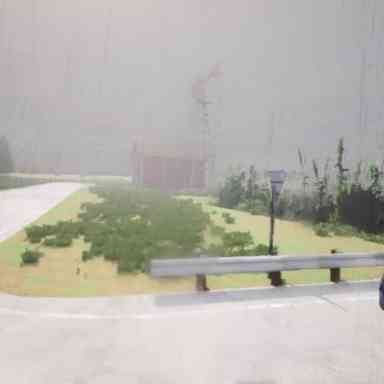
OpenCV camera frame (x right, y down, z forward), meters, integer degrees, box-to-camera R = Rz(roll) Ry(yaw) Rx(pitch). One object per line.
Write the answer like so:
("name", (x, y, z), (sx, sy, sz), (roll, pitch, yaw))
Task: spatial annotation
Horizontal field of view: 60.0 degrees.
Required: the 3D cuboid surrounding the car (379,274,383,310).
("car", (5.369, 1.244, 5.178), (4.553, 1.767, 2.097), (0, 3, -14))
